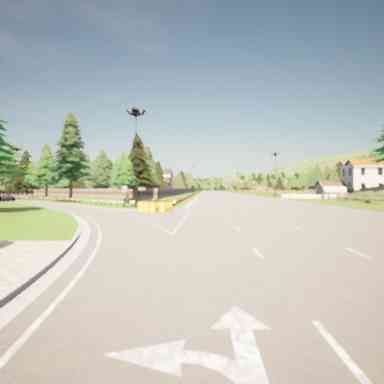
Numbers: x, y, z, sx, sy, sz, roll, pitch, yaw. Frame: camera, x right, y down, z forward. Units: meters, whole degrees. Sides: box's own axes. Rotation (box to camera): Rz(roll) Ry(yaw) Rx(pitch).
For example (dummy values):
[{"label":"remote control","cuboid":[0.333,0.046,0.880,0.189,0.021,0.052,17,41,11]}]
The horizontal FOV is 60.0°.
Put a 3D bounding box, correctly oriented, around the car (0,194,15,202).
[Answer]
[{"label":"car","cuboid":[-36.385,1.160,65.348,4.181,1.385,1.994,0,1,43]}]
